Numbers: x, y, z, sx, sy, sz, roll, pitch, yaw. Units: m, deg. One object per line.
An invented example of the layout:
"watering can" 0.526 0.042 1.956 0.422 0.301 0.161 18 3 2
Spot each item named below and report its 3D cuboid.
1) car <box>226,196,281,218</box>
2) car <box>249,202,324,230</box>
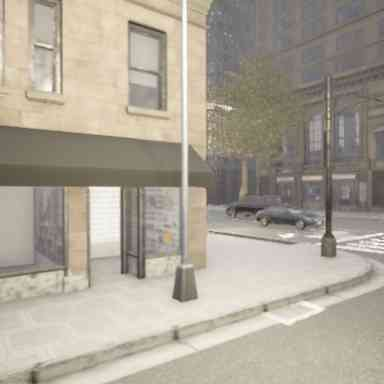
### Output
"car" 5.457 1.355 29.246 2.150 2.045 5.566 0 0 -37
"car" 6.339 1.629 22.034 1.812 1.442 4.674 0 0 -37
